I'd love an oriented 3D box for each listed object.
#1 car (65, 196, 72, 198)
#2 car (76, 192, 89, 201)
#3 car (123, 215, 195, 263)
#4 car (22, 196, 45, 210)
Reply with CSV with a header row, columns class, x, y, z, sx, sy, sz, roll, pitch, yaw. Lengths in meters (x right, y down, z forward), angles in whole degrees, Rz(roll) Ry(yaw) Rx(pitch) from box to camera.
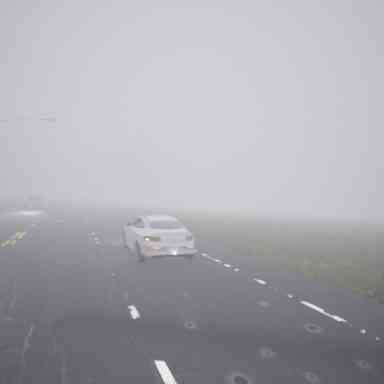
class,x,y,z,sx,sy,sz,roll,pitch,yaw
car,-30.371,1.204,81.739,2.033,1.411,5.357,1,0,-20
car,-25.650,1.341,78.989,2.128,1.511,4.902,1,0,-20
car,-1.308,1.539,12.005,1.812,1.442,4.674,1,0,-20
car,-17.847,1.252,37.670,2.128,1.511,4.902,1,0,-17
